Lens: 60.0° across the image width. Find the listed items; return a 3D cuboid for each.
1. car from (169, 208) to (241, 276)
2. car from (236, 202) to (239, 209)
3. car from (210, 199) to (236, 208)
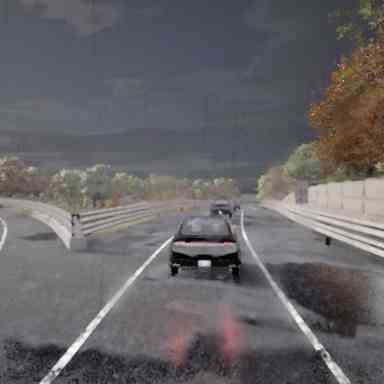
[{"bbox_3d":[0.431,1.456,10.221,2.128,1.511,4.902,0,0,3],"label":"car"},{"bbox_3d":[4.226,1.620,39.037,1.895,1.301,4.718,0,-1,9],"label":"car"},{"bbox_3d":[2.658,1.417,29.456,1.837,1.490,4.892,0,0,9],"label":"car"}]
